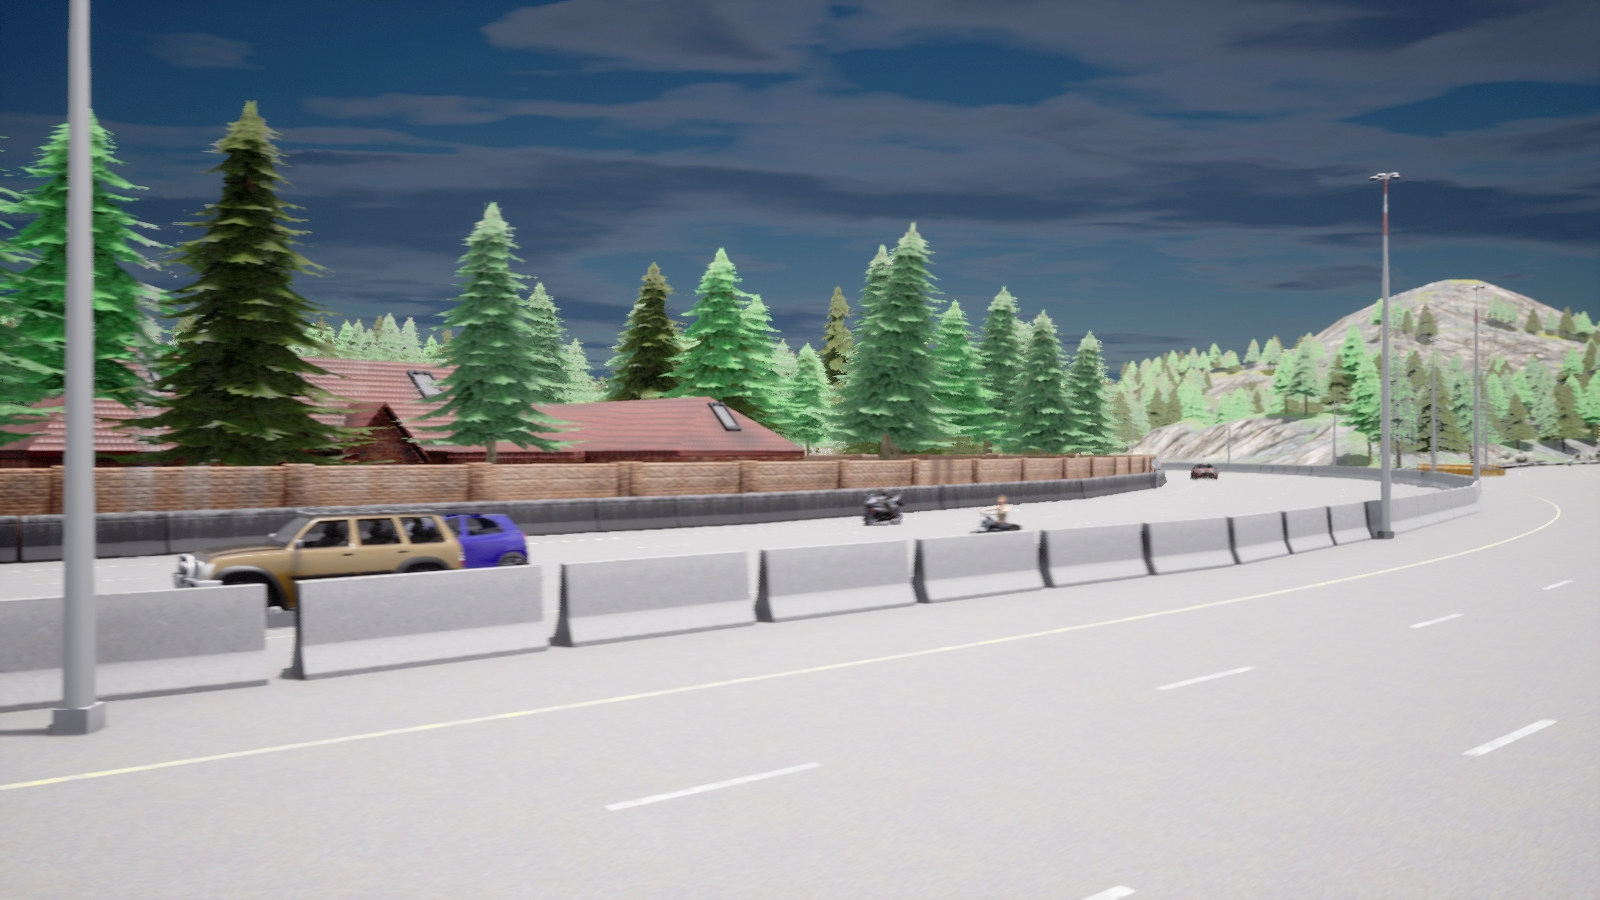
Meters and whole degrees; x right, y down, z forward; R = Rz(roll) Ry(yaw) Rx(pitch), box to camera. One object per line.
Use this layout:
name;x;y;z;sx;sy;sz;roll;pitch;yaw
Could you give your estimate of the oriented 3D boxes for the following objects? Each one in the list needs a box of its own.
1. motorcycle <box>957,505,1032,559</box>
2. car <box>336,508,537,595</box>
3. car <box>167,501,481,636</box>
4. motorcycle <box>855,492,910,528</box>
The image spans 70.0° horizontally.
motorcycle;5.270;2.185;30.839;2.356;1.325;0.764;0;0;-44
car;-7.654;2.081;24.156;3.633;1.501;1.845;0;0;-37
car;-8.041;1.900;19.498;4.605;1.855;1.932;0;0;-38
motorcycle;3.140;2.265;43.265;0.867;1.251;2.209;-2;-1;44
